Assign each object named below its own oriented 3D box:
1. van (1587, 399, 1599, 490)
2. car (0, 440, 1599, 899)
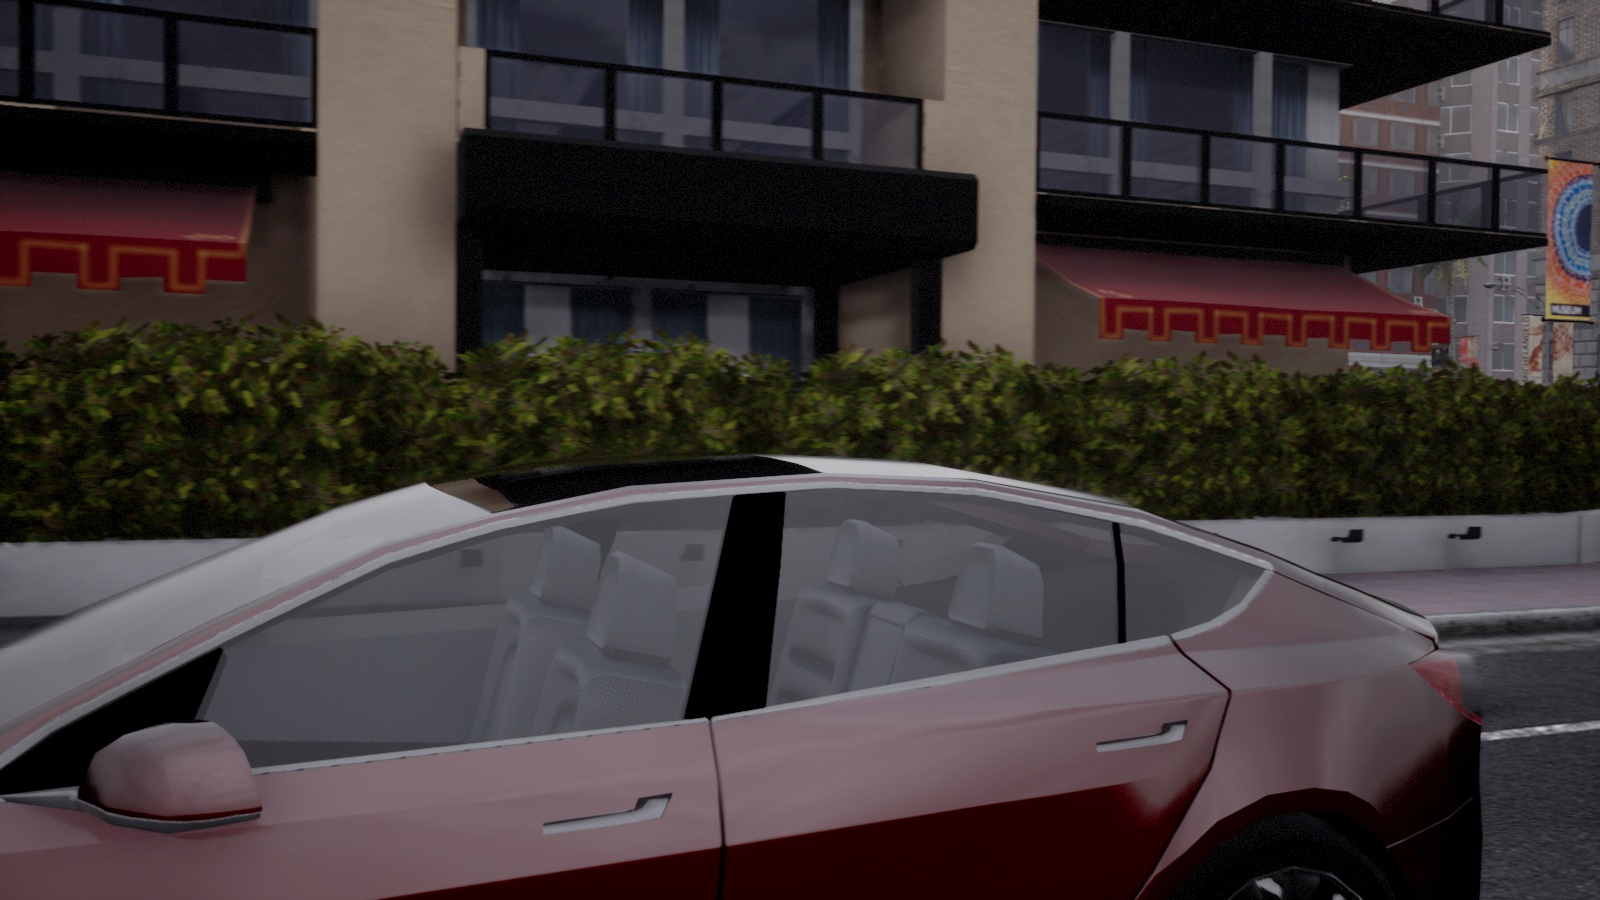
[{"bbox_3d":[19.607,-0.125,26.752,2.069,2.038,4.480,-1,1,-20],"label":"van"},{"bbox_3d":[-0.610,0.756,3.008,4.792,1.488,2.163,-1,1,-21],"label":"car"}]
